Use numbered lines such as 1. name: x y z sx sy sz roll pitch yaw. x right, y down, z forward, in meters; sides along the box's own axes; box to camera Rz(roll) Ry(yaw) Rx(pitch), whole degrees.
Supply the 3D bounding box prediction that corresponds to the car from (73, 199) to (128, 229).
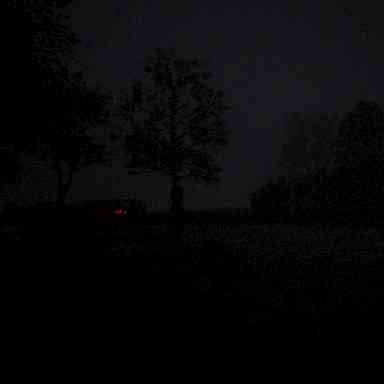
1. car: -7.523 1.595 24.433 5.566 2.045 2.150 -1 -1 6
